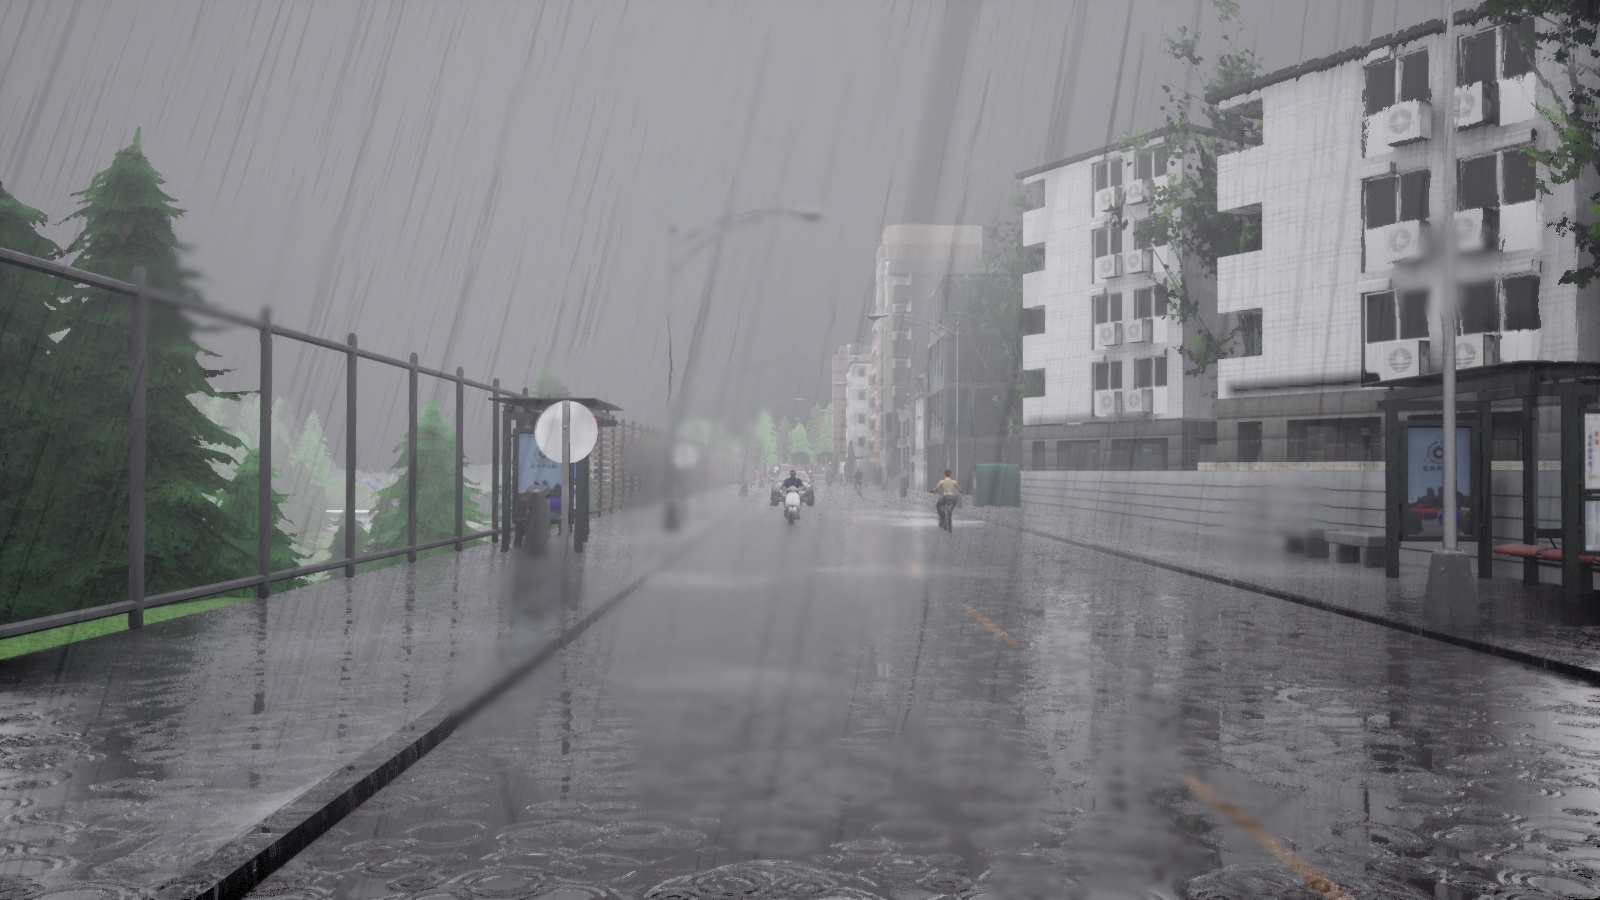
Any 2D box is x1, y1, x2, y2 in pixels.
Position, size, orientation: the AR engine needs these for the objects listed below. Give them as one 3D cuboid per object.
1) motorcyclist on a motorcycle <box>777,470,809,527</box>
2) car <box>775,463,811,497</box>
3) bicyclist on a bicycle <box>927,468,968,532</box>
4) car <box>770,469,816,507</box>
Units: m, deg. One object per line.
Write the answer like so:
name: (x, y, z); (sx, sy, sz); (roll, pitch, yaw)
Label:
motorcyclist on a motorcycle: (-0.195, 1.368, 35.769); (0.866, 1.590, 1.817); (0, -1, 0)
car: (-0.451, 1.852, 78.577); (2.150, 2.045, 5.566); (0, -1, 0)
bicyclist on a bicycle: (3.821, 1.282, 32.627); (0.866, 1.612, 1.509); (0, -1, 0)
car: (-0.325, 1.710, 57.528); (2.033, 1.649, 4.856); (0, -1, 0)
